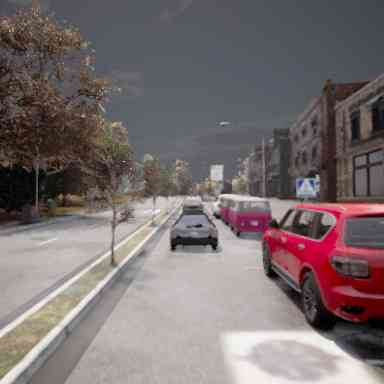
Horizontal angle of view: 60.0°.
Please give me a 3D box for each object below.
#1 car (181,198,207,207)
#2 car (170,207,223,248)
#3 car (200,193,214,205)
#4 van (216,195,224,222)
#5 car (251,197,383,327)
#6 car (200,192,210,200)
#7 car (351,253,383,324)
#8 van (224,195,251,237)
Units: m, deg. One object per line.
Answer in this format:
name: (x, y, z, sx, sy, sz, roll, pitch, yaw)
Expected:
car: (0.084, 1.529, 29.982, 1.837, 1.490, 4.892, 0, 0, 0)
car: (0.084, 1.586, 14.848, 1.994, 1.385, 4.181, 0, 0, 0)
car: (2.922, 1.233, 68.221, 2.033, 1.411, 5.357, 0, 2, 0)
van: (3.049, 1.281, 23.929, 1.878, 1.987, 4.442, 0, 0, 0)
car: (3.050, 1.242, 7.201, 2.435, 2.045, 5.566, 0, 0, 0)
car: (2.922, 0.898, 76.018, 2.128, 1.511, 4.902, 0, 2, 0)
car: (3.049, 1.514, 1.656, 2.163, 1.488, 4.792, 0, 0, 0)
van: (3.049, 1.280, 18.382, 1.878, 1.987, 4.442, 0, 0, 0)
